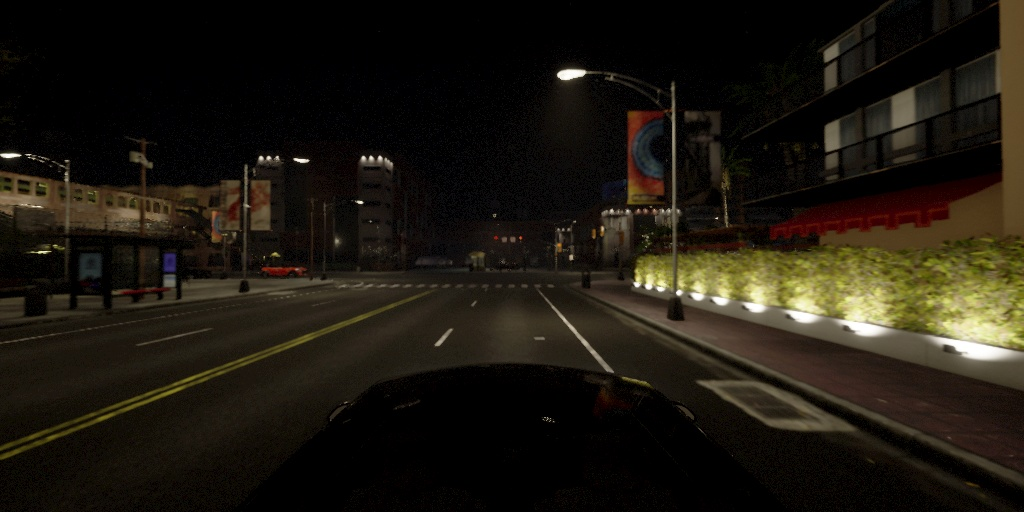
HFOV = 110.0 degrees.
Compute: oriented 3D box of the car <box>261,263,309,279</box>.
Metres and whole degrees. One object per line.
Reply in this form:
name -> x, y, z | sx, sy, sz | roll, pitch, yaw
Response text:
car -> -25.215, 1.552, 39.949 | 4.553, 1.767, 2.097 | 0, -1, 1
